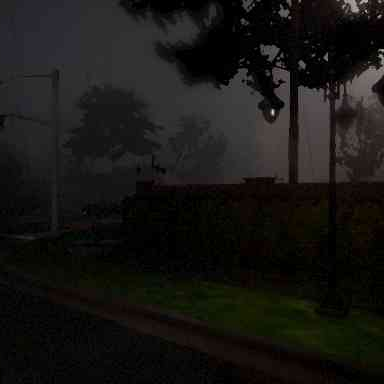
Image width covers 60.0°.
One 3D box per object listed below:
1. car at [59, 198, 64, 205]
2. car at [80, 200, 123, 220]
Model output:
[{"bbox_3d":[-19.517,1.166,45.948,3.806,1.475,1.970,0,0,36],"label":"car"},{"bbox_3d":[-7.054,1.437,28.203,2.128,1.511,4.902,0,0,35],"label":"car"}]
